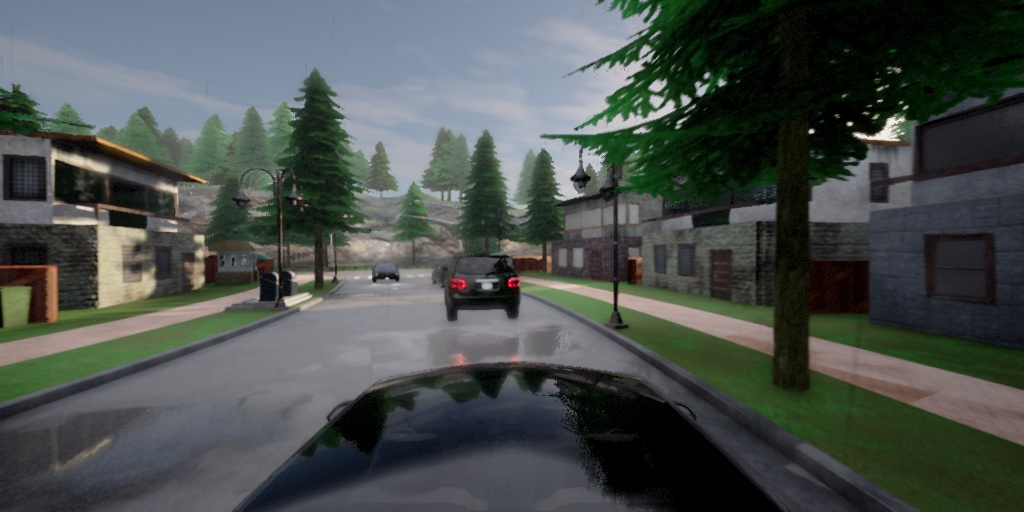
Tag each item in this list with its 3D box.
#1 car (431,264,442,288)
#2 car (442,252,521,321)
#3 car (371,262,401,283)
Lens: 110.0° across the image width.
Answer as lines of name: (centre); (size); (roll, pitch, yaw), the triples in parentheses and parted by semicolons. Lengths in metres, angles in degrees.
car: (-3.803, 1.165, 22.568); (2.033, 1.411, 5.357); (0, 0, -22)
car: (-1.192, 0.900, 12.418); (2.150, 2.045, 5.566); (0, 0, -11)
car: (-9.540, 1.162, 27.045); (2.033, 1.411, 5.357); (0, 0, -22)
